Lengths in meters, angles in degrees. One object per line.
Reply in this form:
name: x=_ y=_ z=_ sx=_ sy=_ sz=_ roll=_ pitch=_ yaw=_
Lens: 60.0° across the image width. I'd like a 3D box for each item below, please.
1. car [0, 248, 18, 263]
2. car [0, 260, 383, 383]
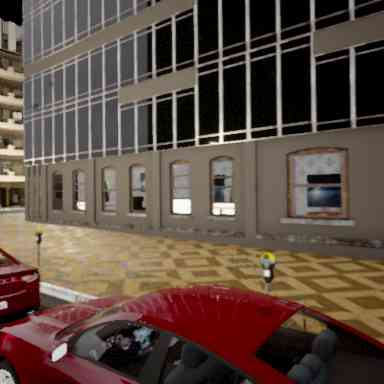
car: x=-4.640 y=1.547 z=6.195 sx=4.507 sy=1.381 sz=1.887 roll=0 pitch=-1 yaw=36
car: x=-0.067 y=1.545 z=2.934 sx=4.507 sy=1.381 sz=1.887 roll=0 pitch=-1 yaw=36
